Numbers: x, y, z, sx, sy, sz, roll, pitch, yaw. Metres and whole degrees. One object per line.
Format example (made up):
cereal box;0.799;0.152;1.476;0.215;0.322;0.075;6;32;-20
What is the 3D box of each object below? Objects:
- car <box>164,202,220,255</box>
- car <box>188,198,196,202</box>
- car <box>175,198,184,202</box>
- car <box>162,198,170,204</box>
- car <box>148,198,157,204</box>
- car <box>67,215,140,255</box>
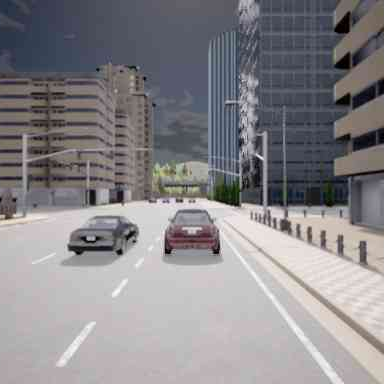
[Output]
car;0.008;1.483;14.081;2.097;1.767;4.553;0;-1;0
car;0.033;2.335;89.433;1.994;1.385;4.181;0;-1;0
car;-3.467;2.245;89.138;1.882;1.535;5.008;0;-1;0
car;-6.968;2.308;88.333;1.882;1.535;5.008;0;-1;0
car;-10.468;2.370;88.334;2.033;1.411;5.357;0;-1;0
car;-3.494;1.680;13.986;2.033;1.411;5.357;0;-1;0
